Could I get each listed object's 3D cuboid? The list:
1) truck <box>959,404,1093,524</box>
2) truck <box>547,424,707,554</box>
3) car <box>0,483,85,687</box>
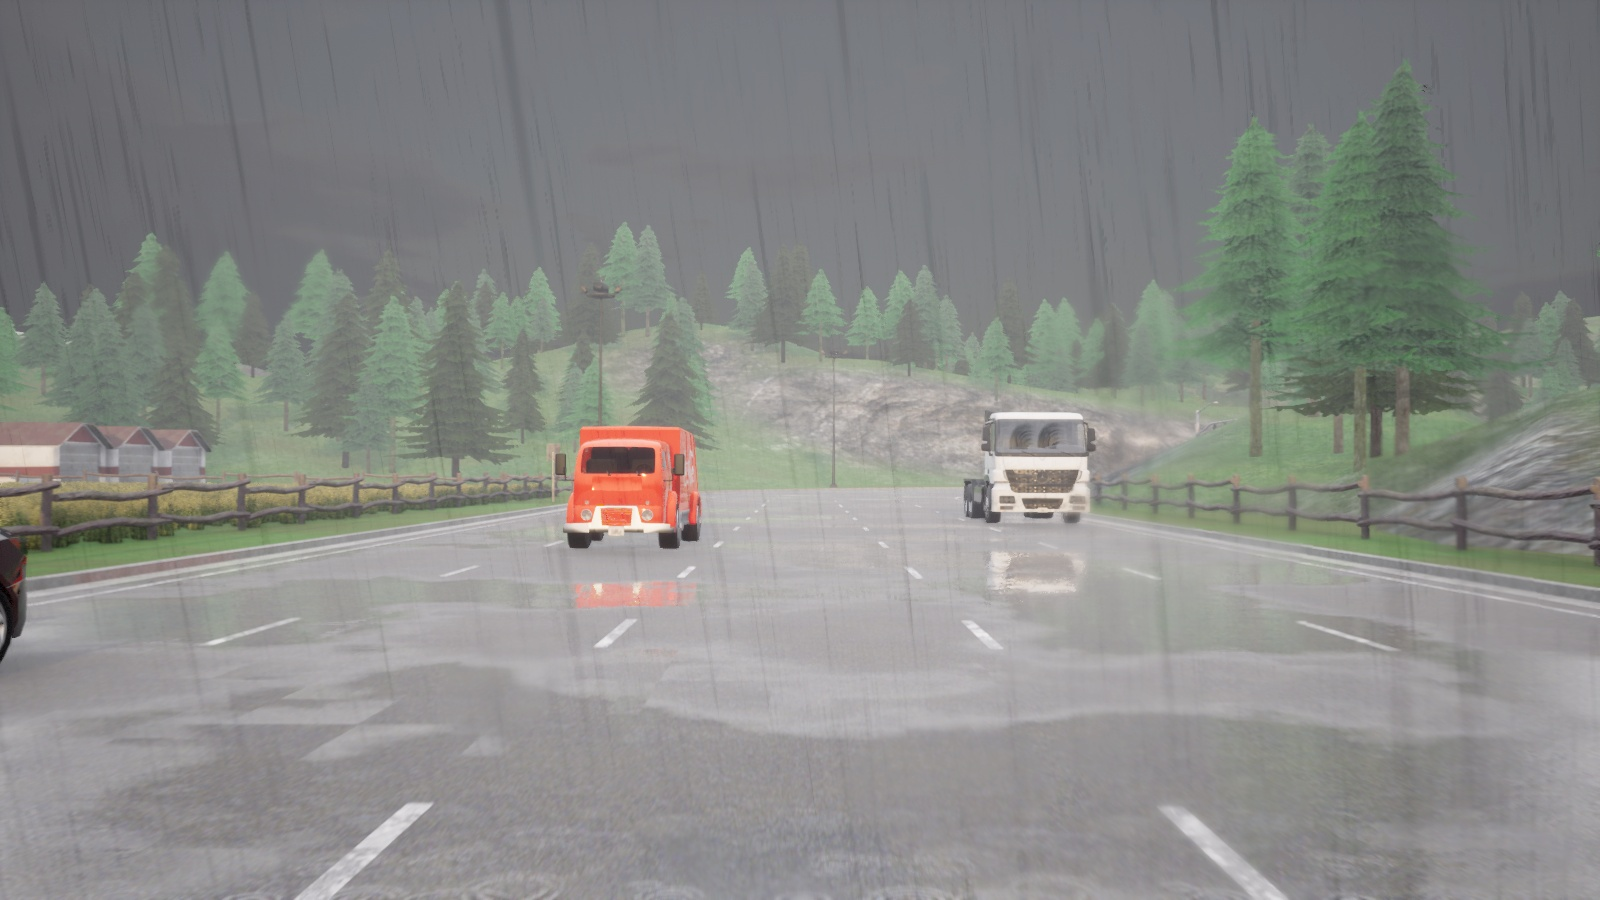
[{"bbox_3d":[7.061,0.481,40.390,2.891,3.462,7.936,0,-1,0],"label":"truck"},{"bbox_3d":[-3.469,0.784,26.403,2.627,2.467,5.204,0,-1,0],"label":"truck"},{"bbox_3d":[-6.995,0.974,7.848,2.163,1.488,4.792,0,-1,2],"label":"car"}]
